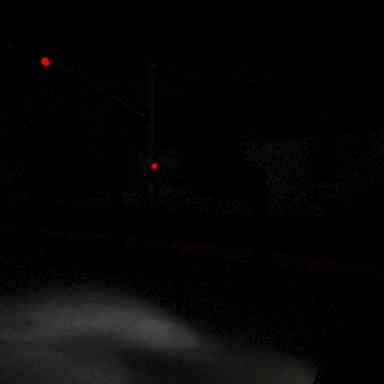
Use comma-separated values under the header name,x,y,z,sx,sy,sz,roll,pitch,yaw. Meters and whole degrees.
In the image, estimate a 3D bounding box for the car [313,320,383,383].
name,x,y,z,sx,sy,sz,roll,pitch,yaw
car,3.122,1.600,1.766,4.718,1.301,1.895,0,0,35
